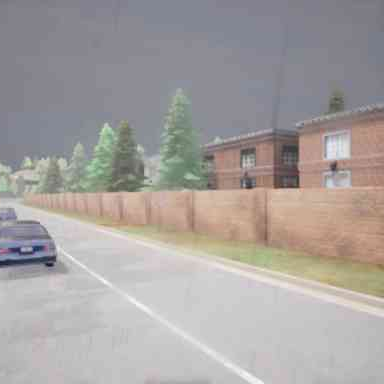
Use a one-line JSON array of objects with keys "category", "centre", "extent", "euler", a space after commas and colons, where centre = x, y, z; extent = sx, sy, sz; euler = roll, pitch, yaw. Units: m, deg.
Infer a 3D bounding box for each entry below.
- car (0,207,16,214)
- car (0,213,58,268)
[{"category": "car", "centre": [-13.606, 1.821, 23.974], "extent": [2.033, 1.411, 5.357], "euler": [0, -1, -31]}, {"category": "car", "centre": [-5.942, 1.680, 11.473], "extent": [2.033, 1.411, 5.357], "euler": [0, -1, -31]}]
